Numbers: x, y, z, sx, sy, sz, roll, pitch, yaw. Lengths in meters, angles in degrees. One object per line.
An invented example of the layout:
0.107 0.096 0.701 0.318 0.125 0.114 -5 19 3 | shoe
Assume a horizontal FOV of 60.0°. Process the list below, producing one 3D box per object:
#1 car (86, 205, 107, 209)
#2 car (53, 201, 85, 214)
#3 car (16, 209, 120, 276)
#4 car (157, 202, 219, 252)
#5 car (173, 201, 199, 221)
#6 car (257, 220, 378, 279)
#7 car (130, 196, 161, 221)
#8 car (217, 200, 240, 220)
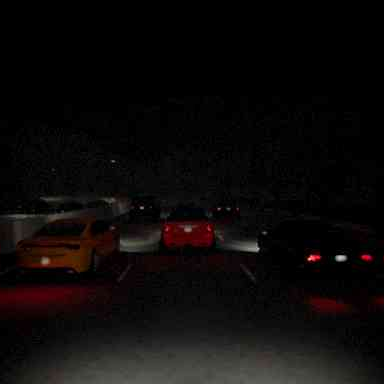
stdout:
-11.476 1.727 40.342 1.882 1.535 5.008 0 0 -2 | car
-14.963 1.818 40.800 2.033 1.411 5.357 0 0 -2 | car
-3.626 1.547 10.626 1.882 1.535 5.008 0 0 -1 | car
-0.190 1.421 14.463 2.097 1.767 4.553 0 0 -1 | car
-0.516 1.632 29.951 2.128 1.511 4.902 0 0 -1 | car
3.386 1.576 10.135 2.033 1.411 5.357 0 0 -1 | car
-3.999 1.376 28.974 2.150 2.045 5.566 0 0 -1 | car
2.986 1.472 29.752 2.097 1.767 4.553 0 0 -1 | car
